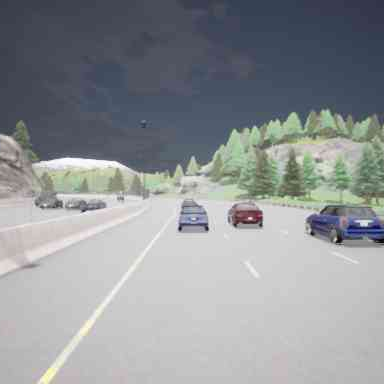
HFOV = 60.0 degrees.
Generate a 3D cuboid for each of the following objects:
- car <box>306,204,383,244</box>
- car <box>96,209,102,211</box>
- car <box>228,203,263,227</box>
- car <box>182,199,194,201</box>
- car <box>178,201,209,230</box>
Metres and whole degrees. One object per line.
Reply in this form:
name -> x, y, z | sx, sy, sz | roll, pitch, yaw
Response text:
car -> 7.091, 1.353, 15.827 | 2.097, 1.767, 4.553 | 0, 0, 0
car -> -10.809, 1.549, 37.151 | 2.033, 1.411, 5.357 | 0, 0, -2
car -> 3.586, 1.478, 22.952 | 1.882, 1.535, 5.008 | 0, 0, 0
car -> -0.406, 1.566, 42.456 | 1.994, 1.385, 4.181 | 0, 0, -4
car -> 0.087, 1.548, 21.149 | 2.033, 1.411, 5.357 | 0, 0, 0
